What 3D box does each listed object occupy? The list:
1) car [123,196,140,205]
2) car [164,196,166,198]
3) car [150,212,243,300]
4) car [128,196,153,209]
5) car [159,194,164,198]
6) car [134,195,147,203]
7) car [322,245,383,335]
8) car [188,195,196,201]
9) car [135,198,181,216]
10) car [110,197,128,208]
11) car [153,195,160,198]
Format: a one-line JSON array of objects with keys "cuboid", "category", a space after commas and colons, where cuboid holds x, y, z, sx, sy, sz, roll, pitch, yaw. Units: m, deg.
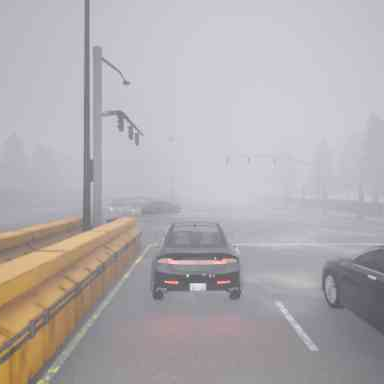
[{"cuboid": [-10.647, 1.485, 58.982, 2.128, 1.511, 4.902, 0, 0, 0], "category": "car"}, {"cuboid": [-7.091, 1.347, 75.772, 2.097, 1.767, 4.553, 0, 0, 0], "category": "car"}, {"cuboid": [0.074, 1.491, 8.401, 2.128, 1.511, 4.902, 0, 0, -1], "category": "car"}, {"cuboid": [-7.154, 1.347, 46.508, 2.097, 1.767, 4.553, 0, 0, 0], "category": "car"}, {"cuboid": [-7.116, 1.518, 65.796, 1.812, 1.442, 4.674, 0, 0, 0], "category": "car"}, {"cuboid": [-10.583, 1.470, 69.071, 1.882, 1.535, 5.008, 0, 0, 0], "category": "car"}, {"cuboid": [3.595, 1.504, 4.988, 1.837, 1.490, 4.892, 0, 0, 0], "category": "car"}, {"cuboid": [-0.106, 1.514, 88.507, 1.812, 1.442, 4.674, 0, 0, 0], "category": "car"}, {"cuboid": [-3.080, 1.560, 32.919, 1.994, 1.385, 4.181, 0, 0, 42], "category": "car"}, {"cuboid": [-10.657, 1.542, 49.196, 2.033, 1.411, 5.357, 0, 0, 0], "category": "car"}, {"cuboid": [-7.155, 1.541, 55.982, 2.033, 1.411, 5.357, 0, 0, 0], "category": "car"}]
